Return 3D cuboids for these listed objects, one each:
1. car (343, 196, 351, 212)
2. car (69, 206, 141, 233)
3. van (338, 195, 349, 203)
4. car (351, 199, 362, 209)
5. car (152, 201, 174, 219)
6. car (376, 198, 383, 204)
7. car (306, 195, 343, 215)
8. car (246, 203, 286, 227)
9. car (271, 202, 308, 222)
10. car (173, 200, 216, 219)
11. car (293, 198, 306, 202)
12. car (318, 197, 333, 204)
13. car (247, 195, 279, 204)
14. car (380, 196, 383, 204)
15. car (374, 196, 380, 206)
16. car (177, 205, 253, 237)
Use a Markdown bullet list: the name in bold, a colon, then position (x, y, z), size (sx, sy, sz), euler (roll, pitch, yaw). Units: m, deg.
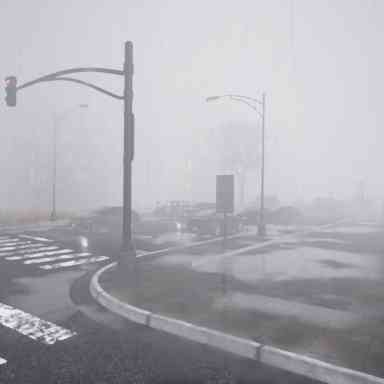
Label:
- **car**: position (18.410, 1.720, 42.289), size (1.967, 1.590, 4.097), euler (1, 0, 36)
- **car**: position (-5.108, 1.564, 20.147), size (1.812, 1.442, 4.674), euler (1, 0, 36)
- **van**: position (37.911, 1.706, 83.064), size (1.690, 1.788, 3.998), euler (1, 0, 36)
- **car**: position (24.941, 1.773, 51.264), size (1.967, 1.590, 4.097), euler (1, 0, 36)
- **car**: position (-1.638, 1.481, 29.463), size (1.967, 1.590, 4.097), euler (1, 0, 36)
- **car**: position (44.663, 2.047, 78.103), size (2.008, 1.369, 4.403), euler (1, 0, 36)
- **car**: position (15.150, 1.569, 37.796), size (2.192, 1.841, 5.009), euler (1, 0, 36)
- **car**: position (4.695, 1.737, 23.495), size (1.947, 1.339, 4.313), euler (1, 0, 36)
- **car**: position (7.939, 1.779, 27.911), size (1.802, 1.307, 4.206), euler (1, 0, 36)
- **car**: position (0.894, 1.591, 28.311), size (1.837, 1.490, 4.892), euler (1, 0, 36)
- **car**: position (18.086, 1.727, 56.088), size (1.752, 1.417, 4.829), euler (1, 0, 36)
- **car**: position (28.048, 1.849, 69.644), size (1.947, 1.339, 4.313), euler (1, 0, 36)
- **car**: position (8.260, 1.364, 38.312), size (2.150, 2.045, 5.566), euler (1, 1, 36)
- **car**: position (41.379, 1.784, 73.629), size (2.192, 1.841, 5.009), euler (1, 0, 36)
- **car**: position (34.902, 1.940, 64.820), size (1.752, 1.417, 4.829), euler (1, 0, 36)
- **car**: position (1.448, 1.696, 19.077), size (2.008, 1.369, 4.403), euler (1, 0, 36)
